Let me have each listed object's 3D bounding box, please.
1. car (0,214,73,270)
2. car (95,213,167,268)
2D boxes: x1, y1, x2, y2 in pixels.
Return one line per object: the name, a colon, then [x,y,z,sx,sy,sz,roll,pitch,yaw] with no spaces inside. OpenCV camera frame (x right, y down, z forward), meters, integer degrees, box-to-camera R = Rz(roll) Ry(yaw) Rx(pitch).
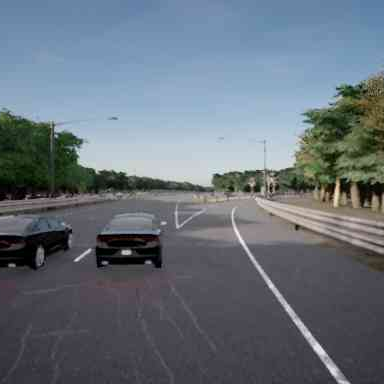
car: [-5.401,1.446,10.928,1.882,1.535,5.008,0,0,-4]
car: [-1.920,1.451,11.319,1.882,1.535,5.008,0,0,-4]
